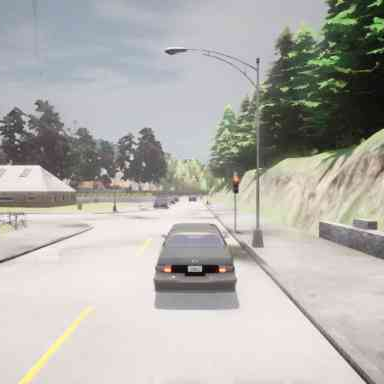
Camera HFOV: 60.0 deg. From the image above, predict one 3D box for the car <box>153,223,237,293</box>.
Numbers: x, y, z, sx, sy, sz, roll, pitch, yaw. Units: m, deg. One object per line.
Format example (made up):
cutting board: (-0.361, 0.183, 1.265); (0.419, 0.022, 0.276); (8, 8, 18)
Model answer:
car: (0.075, 1.547, 8.997); (2.033, 1.411, 5.357); (0, 0, 0)

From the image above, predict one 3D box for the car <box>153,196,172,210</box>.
car: (-4.017, 1.505, 43.845); (1.837, 1.490, 4.892); (0, 0, 0)

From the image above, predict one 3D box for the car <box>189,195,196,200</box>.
car: (0.156, 1.407, 86.111); (1.812, 1.442, 4.674); (0, 0, 0)

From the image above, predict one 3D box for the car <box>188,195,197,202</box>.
car: (0.137, 1.515, 75.751); (2.128, 1.511, 4.902); (0, 0, 0)

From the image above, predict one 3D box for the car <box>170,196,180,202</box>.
car: (-3.865, 1.544, 74.297); (1.994, 1.385, 4.181); (0, 0, 0)

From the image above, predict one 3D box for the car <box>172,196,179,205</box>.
car: (-3.971, 1.491, 58.846); (2.128, 1.511, 4.902); (0, 0, 0)
